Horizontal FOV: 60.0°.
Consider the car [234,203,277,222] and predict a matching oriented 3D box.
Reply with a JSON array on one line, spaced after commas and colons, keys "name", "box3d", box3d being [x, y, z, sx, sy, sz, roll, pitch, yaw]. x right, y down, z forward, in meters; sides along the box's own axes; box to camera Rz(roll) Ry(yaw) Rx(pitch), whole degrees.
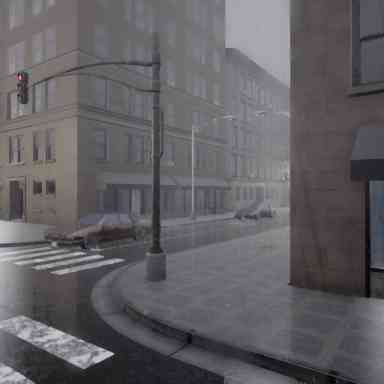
[{"name": "car", "box3d": [5.623, 1.703, 28.767, 2.033, 1.411, 5.357, 0, 0, 35]}]

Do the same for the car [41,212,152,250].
[{"name": "car", "box3d": [-3.908, 1.610, 15.031, 2.033, 1.411, 5.357, 0, 0, 31]}]
